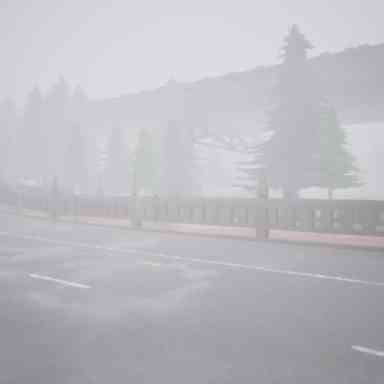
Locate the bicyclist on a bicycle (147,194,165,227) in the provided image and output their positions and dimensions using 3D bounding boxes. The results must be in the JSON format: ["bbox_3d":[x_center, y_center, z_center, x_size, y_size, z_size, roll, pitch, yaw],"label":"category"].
[{"bbox_3d":[-1.797,0.940,17.212,0.582,1.620,1.656,1,2,31],"label":"bicyclist on a bicycle"}]
